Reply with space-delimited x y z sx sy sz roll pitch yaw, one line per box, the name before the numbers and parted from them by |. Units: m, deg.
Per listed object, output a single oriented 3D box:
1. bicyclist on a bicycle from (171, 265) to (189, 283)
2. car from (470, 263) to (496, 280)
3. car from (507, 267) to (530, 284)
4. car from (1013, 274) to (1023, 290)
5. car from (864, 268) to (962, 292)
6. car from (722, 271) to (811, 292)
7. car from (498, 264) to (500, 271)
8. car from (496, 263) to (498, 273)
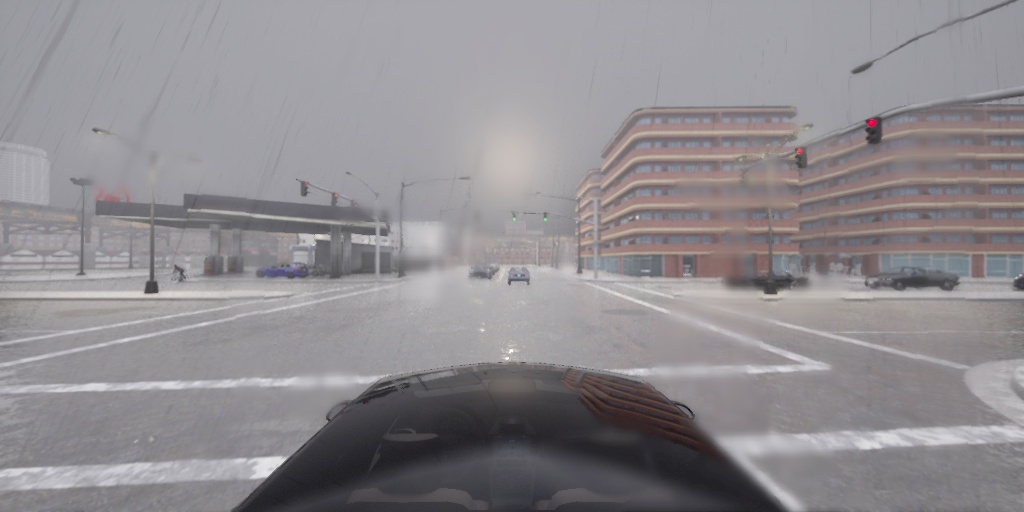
bicyclist on a bicycle | -29.065 1.545 31.294 0.582 1.620 1.656 -10 4 0
car | -3.159 1.549 37.815 2.097 1.767 4.553 0 -1 0
car | 0.566 1.662 31.110 2.033 1.411 5.357 0 -1 0
car | 35.447 1.367 22.965 4.553 1.767 2.097 0 -1 1
car | 25.628 1.505 23.038 4.902 1.511 2.128 0 -1 1
car | 16.290 1.617 23.128 4.718 1.301 1.895 0 -1 -3
car | -3.245 1.968 57.591 1.812 1.442 4.674 0 -1 -1
car | -3.224 1.879 47.314 1.994 1.385 4.181 0 -1 0
